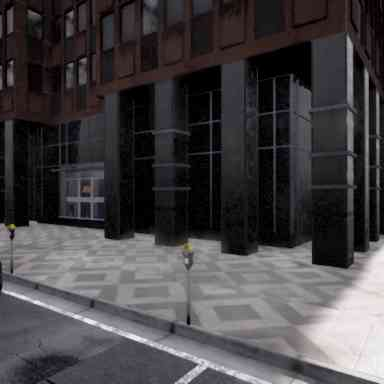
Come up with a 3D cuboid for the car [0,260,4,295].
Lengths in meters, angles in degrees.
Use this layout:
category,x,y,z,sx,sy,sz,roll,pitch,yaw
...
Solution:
category,x,y,z,sx,sy,sz,roll,pitch,yaw
car,-5.662,1.565,7.037,4.313,1.339,1.947,0,0,36
